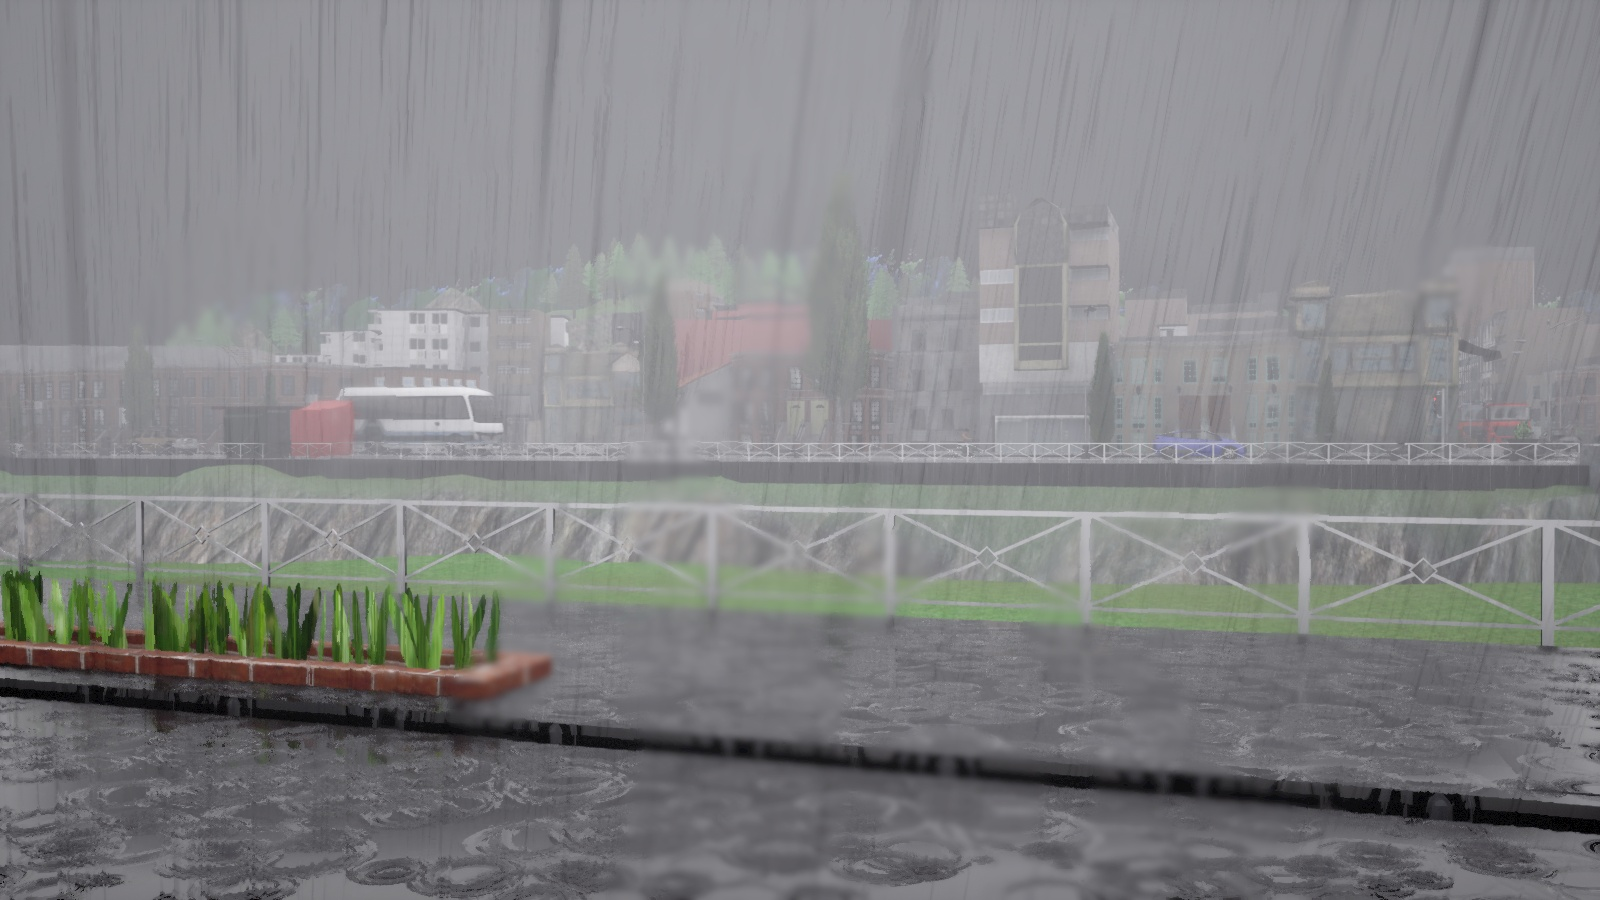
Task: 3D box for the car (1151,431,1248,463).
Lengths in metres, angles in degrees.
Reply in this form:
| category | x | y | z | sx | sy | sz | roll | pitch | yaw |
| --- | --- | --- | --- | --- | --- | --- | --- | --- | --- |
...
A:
| category | x | y | z | sx | sy | sz | roll | pitch | yaw |
| --- | --- | --- | --- | --- | --- | --- | --- | --- | --- |
| car | 19.760 | -0.148 | 62.185 | 4.514 | 1.525 | 2.007 | 1 | 1 | 18 |

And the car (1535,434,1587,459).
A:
| category | x | y | z | sx | sy | sz | roll | pitch | yaw |
| --- | --- | --- | --- | --- | --- | --- | --- | --- | --- |
| car | 46.844 | -0.223 | 77.386 | 1.816 | 1.474 | 4.193 | 1 | 1 | 19 |

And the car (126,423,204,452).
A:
| category | x | y | z | sx | sy | sz | roll | pitch | yaw |
| --- | --- | --- | --- | --- | --- | --- | --- | --- | --- |
| car | -41.929 | -0.842 | 82.908 | 4.605 | 1.855 | 1.932 | 1 | 1 | 19 |

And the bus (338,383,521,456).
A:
| category | x | y | z | sx | sy | sz | roll | pitch | yaw |
| --- | --- | --- | --- | --- | --- | --- | --- | --- | --- |
| bus | -22.533 | -1.858 | 76.375 | 10.273 | 4.253 | 3.944 | 1 | 1 | 19 |
